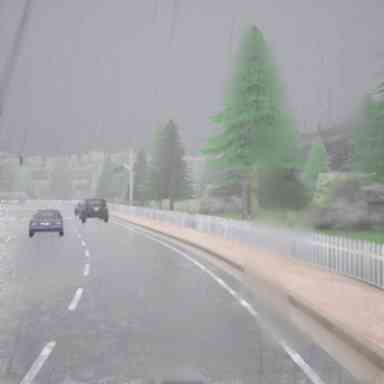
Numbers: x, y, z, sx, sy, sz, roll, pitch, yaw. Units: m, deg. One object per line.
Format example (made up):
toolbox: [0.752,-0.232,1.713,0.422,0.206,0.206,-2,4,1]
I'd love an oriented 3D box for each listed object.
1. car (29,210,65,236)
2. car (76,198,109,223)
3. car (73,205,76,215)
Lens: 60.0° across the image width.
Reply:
car: [-8.811,1.802,20.315,2.033,1.411,5.357,0,-1,-22]
car: [-8.791,1.582,29.622,2.150,2.045,5.566,0,-1,-22]
car: [-13.345,2.006,40.653,1.837,1.490,4.892,0,0,-22]
